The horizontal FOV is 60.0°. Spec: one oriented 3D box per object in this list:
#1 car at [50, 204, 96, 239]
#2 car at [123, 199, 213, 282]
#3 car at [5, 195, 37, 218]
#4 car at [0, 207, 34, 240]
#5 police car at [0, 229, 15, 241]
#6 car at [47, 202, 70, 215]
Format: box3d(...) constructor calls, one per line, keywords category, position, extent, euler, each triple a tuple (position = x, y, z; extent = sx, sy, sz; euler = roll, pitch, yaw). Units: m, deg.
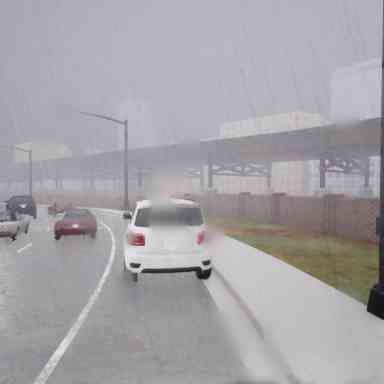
box3d(category="car", position=(-6.155, 1.583, 17.754), extent=(1.994, 1.385, 4.181), euler=(0, 0, -17))
box3d(category="car", position=(-0.868, 1.218, 10.004), extent=(2.150, 2.045, 5.566), euler=(0, 0, -9))
box3d(category="car", position=(-15.479, 1.310, 30.090), extent=(2.150, 2.045, 5.566), euler=(-1, 0, -31))
box3d(category="car", position=(-9.448, 1.637, 16.610), extent=(1.895, 1.301, 4.718), euler=(0, 0, -17))
box3d(category="police car", position=(-3.544, 1.426, 2.385), extent=(1.930, 1.638, 5.238), euler=(0, 0, -3))
box3d(category="car", position=(-12.808, 1.657, 32.403), extent=(1.895, 1.301, 4.718), euler=(-1, 0, -32))
